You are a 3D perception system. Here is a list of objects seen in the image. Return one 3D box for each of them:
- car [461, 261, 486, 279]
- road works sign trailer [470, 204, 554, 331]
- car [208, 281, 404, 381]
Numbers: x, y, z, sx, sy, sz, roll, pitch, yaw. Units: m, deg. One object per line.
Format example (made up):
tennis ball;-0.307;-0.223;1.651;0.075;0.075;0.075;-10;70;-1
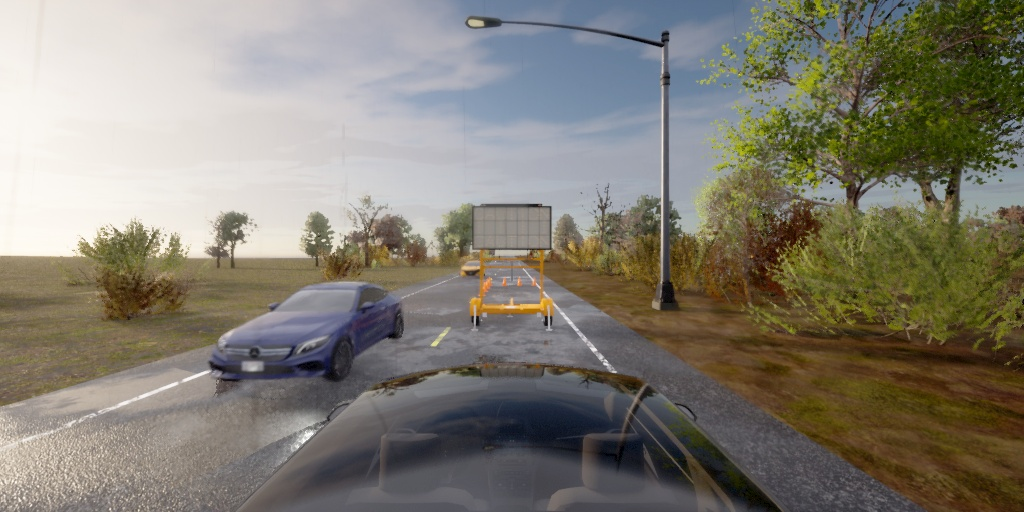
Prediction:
car;-3.510;1.213;33.018;1.882;1.535;5.008;0;0;0
road works sign trailer;-0.003;0.214;10.994;2.380;3.560;2.880;0;0;0
car;-3.601;1.276;7.314;1.812;1.442;4.674;0;0;0
